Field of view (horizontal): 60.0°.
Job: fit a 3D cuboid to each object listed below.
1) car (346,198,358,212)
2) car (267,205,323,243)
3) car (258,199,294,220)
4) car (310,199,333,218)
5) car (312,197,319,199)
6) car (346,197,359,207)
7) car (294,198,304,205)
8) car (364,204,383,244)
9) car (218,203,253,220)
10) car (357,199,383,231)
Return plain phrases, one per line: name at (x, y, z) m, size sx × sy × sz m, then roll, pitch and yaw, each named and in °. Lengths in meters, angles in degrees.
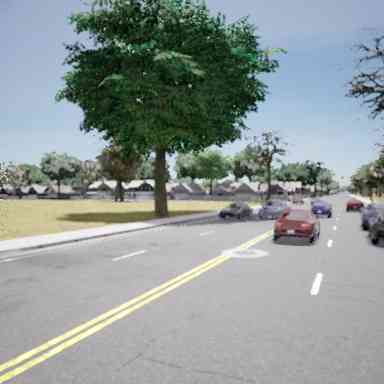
car at (19.966, 1.623, 40.748) m, size 1.882 × 1.535 × 5.008 m, roll 0°, pitch 0°, yaw 25°
car at (5.284, 1.585, 16.602) m, size 1.812 × 1.442 × 4.674 m, roll 0°, pitch 0°, yaw 25°
car at (7.220, 1.468, 28.998) m, size 2.097 × 1.767 × 4.553 m, roll 0°, pitch 0°, yaw 25°
car at (12.518, 1.644, 32.223) m, size 1.812 × 1.442 × 4.674 m, roll 0°, pitch 0°, yaw 25°
car at (24.591, 1.796, 66.271) m, size 1.812 × 1.442 × 4.674 m, roll 0°, pitch 0°, yaw 25°
car at (26.739, 1.686, 55.442) m, size 1.882 × 1.535 × 5.008 m, roll 0°, pitch 0°, yaw 25°
car at (21.642, 1.840, 67.636) m, size 1.994 × 1.385 × 4.181 m, roll 0°, pitch 0°, yaw 25°
car at (9.298, 1.547, 15.459) m, size 1.837 × 1.490 × 4.892 m, roll 0°, pitch 0°, yaw 25°
car at (4.038, 1.676, 29.855) m, size 2.033 × 1.411 × 5.357 m, roll 0°, pitch 0°, yaw 25°
car at (11.806, 1.412, 20.878) m, size 2.097 × 1.767 × 4.553 m, roll 0°, pitch 0°, yaw 25°
